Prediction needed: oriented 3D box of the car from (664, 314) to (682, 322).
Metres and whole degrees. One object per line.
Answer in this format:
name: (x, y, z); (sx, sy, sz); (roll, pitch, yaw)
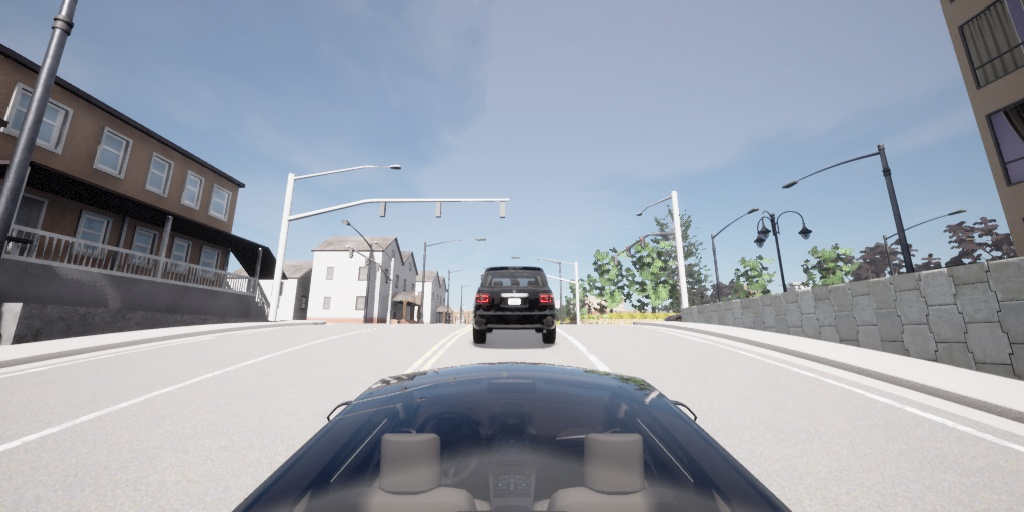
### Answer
car: (15.871, 5.449, 31.707); (4.553, 1.767, 2.097); (0, -12, 1)

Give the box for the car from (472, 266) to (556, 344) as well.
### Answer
car: (0.064, 1.501, 11.166); (2.150, 2.045, 5.566); (0, -7, 0)
